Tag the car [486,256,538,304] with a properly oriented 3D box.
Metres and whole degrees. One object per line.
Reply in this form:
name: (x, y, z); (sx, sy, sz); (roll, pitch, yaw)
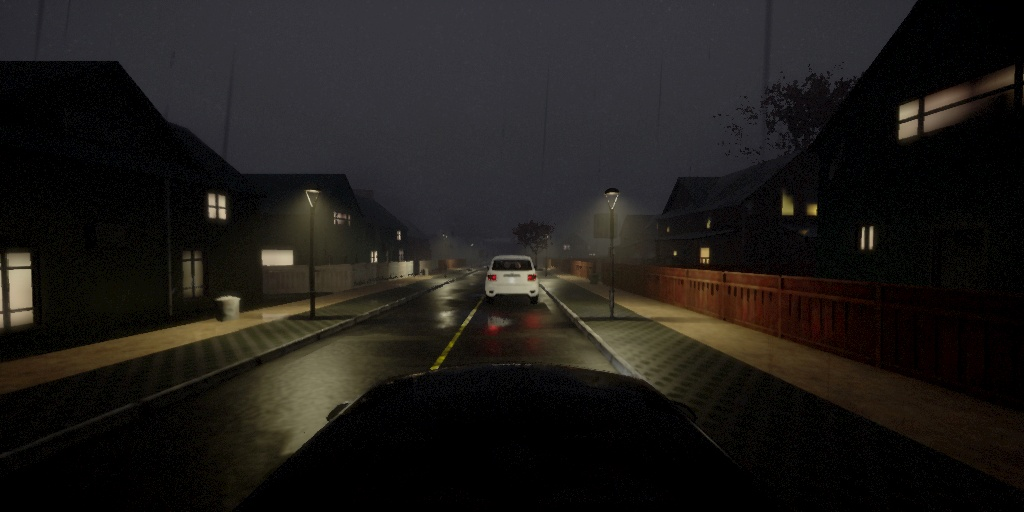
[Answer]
car: (0.000, 1.001, 16.535); (2.150, 2.045, 5.566); (0, 0, 0)
